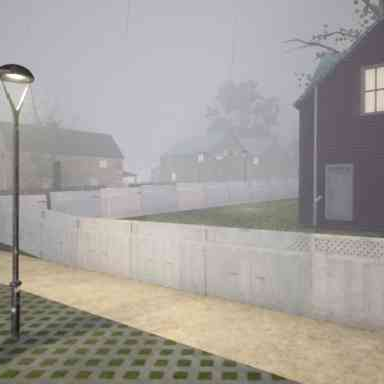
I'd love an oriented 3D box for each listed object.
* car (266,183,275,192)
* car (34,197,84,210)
[{"bbox_3d":[7.672,-0.508,37.436,4.718,1.301,1.895,-4,3,-40],"label":"car"},{"bbox_3d":[-9.156,0.721,23.339,4.718,1.301,1.895,-4,3,-40],"label":"car"}]
